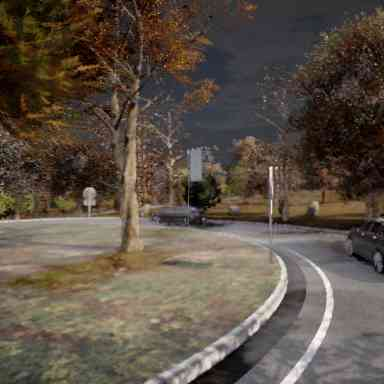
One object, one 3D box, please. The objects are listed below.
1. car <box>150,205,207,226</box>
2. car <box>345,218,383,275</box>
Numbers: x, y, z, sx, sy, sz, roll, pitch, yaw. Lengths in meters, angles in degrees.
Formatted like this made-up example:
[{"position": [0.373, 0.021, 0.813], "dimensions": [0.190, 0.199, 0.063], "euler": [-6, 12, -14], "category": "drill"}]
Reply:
[{"position": [-1.124, 1.814, 26.479], "dimensions": [4.892, 1.490, 1.837], "euler": [0, -2, 34], "category": "car"}, {"position": [6.409, 1.593, 10.604], "dimensions": [1.837, 1.490, 4.892], "euler": [1, -1, 10], "category": "car"}]
